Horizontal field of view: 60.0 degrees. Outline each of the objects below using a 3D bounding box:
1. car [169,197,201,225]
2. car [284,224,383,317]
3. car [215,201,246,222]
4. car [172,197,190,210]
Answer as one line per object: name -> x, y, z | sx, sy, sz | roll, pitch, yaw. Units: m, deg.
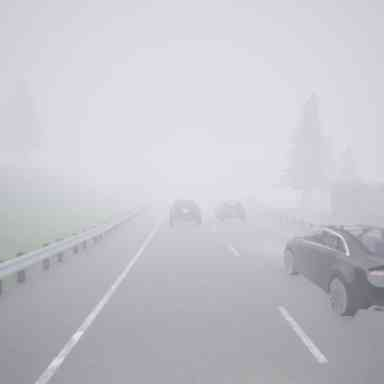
car -> -0.511, 1.277, 23.404 | 2.097, 1.767, 4.553 | 0, 0, -3
car -> 3.506, 1.464, 7.380 | 2.128, 1.511, 4.902 | 0, 0, -1
car -> 2.892, 1.406, 25.659 | 2.128, 1.511, 4.902 | 0, 0, -3
car -> -1.384, 1.360, 41.291 | 2.128, 1.511, 4.902 | 0, 0, -3
